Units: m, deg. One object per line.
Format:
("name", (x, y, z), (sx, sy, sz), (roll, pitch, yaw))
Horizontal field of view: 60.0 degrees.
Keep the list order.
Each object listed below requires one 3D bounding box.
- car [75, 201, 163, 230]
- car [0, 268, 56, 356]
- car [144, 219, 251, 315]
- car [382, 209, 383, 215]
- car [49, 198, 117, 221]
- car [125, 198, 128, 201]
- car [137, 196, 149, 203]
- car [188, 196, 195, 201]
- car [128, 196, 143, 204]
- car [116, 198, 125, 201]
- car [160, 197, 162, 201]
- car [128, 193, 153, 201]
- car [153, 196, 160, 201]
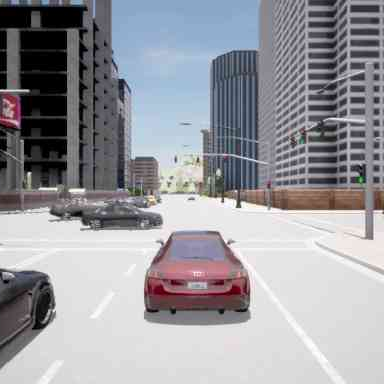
("car", (-4.204, 1.506, 20.243), (4.892, 1.490, 1.837), (0, 0, 0))
("car", (-3.414, 1.564, 4.263), (1.994, 1.385, 4.181), (0, 0, 0))
("car", (0.088, 1.564, 7.680), (1.994, 1.385, 4.181), (0, 0, 0))
("car", (18.502, 1.601, 27.603), (4.718, 1.301, 1.895), (0, 0, 0))
("car", (-9.103, 1.491, 27.339), (4.902, 1.511, 2.128), (0, 0, -34))
("car", (-10.645, 1.601, 53.601), (1.895, 1.301, 4.718), (0, 0, 0))
("car", (-10.627, 1.552, 72.743), (1.994, 1.385, 4.181), (0, 0, 0))
("car", (-0.148, 1.595, 84.260), (1.895, 1.301, 4.718), (0, 0, 0))
("car", (-10.622, 1.564, 62.749), (1.994, 1.385, 4.181), (0, 0, 0))
("car", (-10.669, 1.526, 44.493), (1.812, 1.442, 4.674), (0, 0, 0))
("car", (-7.117, 1.505, 66.571), (1.837, 1.490, 4.892), (0, 0, 0))
("car", (-7.166, 1.352, 47.037), (2.097, 1.767, 4.553), (0, 0, 0))
("car", (-7.129, 1.477, 56.373), (1.882, 1.535, 5.008), (0, 0, 0))
